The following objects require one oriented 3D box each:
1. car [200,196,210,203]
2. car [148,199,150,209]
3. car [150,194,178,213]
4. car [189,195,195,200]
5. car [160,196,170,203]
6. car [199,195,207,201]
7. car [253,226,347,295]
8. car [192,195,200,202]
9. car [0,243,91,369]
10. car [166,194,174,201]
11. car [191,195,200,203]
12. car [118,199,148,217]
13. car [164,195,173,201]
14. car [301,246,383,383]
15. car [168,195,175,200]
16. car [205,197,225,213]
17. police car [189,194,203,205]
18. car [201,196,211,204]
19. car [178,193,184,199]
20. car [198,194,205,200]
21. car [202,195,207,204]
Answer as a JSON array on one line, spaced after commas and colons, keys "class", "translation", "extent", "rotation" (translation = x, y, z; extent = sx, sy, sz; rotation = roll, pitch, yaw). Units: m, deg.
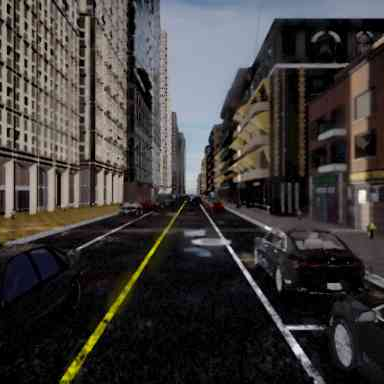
[{"class": "car", "translation": [2.680, 1.564, 70.617], "extent": [1.947, 1.339, 4.313], "rotation": [0, 0, 0]}, {"class": "car", "translation": [-5.696, 1.537, 42.373], "extent": [1.887, 1.381, 4.507], "rotation": [0, 0, 0]}, {"class": "car", "translation": [-3.101, 1.213, 37.889], "extent": [2.150, 2.045, 5.566], "rotation": [0, 0, 0]}, {"class": "car", "translation": [-0.014, 1.482, 95.254], "extent": [1.895, 1.301, 4.718], "rotation": [0, 0, 0]}, {"class": "car", "translation": [-5.702, 1.565, 70.616], "extent": [1.947, 1.339, 4.313], "rotation": [0, 0, 0]}, {"class": "car", "translation": [2.677, 1.556, 81.915], "extent": [2.008, 1.369, 4.403], "rotation": [0, 0, 0]}, {"class": "car", "translation": [2.690, 1.547, 8.483], "extent": [2.008, 1.369, 4.403], "rotation": [0, 0, 0]}, {"class": "car", "translation": [0.887, 1.507, 76.031], "extent": [1.837, 1.490, 4.892], "rotation": [0, 0, 0]}, {"class": "car", "translation": [-3.083, 1.546, 4.905], "extent": [2.033, 1.411, 5.357], "rotation": [0, 0, 0]}, {"class": "car", "translation": [-5.705, 1.449, 87.562], "extent": [1.967, 1.590, 4.097], "rotation": [0, 0, 0]}, {"class": "car", "translation": [0.776, 1.477, 70.032], "extent": [1.882, 1.535, 5.008], "rotation": [0, 0, 0]}, {"class": "car", "translation": [-5.694, 1.542, 31.076], "extent": [2.008, 1.369, 4.403], "rotation": [0, 0, 0]}, {"class": "car", "translation": [-5.703, 1.556, 81.912], "extent": [2.008, 1.369, 4.403], "rotation": [0, 0, 0]}, {"class": "car", "translation": [2.690, 1.550, 2.835], "extent": [2.008, 1.369, 4.403], "rotation": [0, 0, 0]}, {"class": "car", "translation": [-5.705, 1.539, 93.040], "extent": [1.752, 1.417, 4.829], "rotation": [0, 0, 0]}, {"class": "car", "translation": [2.685, 1.573, 36.726], "extent": [1.802, 1.307, 4.206], "rotation": [0, 0, 0]}, {"class": "police car", "translation": [0.890, 1.420, 60.141], "extent": [1.930, 1.638, 5.238], "rotation": [0, 0, 0]}, {"class": "car", "translation": [2.680, 1.522, 65.138], "extent": [1.752, 1.417, 4.829], "rotation": [0, 0, 0]}, {"class": "car", "translation": [-3.013, 1.118, 78.486], "extent": [1.837, 1.490, 4.892], "rotation": [0, 0, 0]}, {"class": "car", "translation": [2.675, 1.454, 93.211], "extent": [1.967, 1.590, 4.097], "rotation": [0, 0, 0]}, {"class": "car", "translation": [2.684, 1.432, 42.375], "extent": [1.967, 1.590, 4.097], "rotation": [0, 0, 0]}]
